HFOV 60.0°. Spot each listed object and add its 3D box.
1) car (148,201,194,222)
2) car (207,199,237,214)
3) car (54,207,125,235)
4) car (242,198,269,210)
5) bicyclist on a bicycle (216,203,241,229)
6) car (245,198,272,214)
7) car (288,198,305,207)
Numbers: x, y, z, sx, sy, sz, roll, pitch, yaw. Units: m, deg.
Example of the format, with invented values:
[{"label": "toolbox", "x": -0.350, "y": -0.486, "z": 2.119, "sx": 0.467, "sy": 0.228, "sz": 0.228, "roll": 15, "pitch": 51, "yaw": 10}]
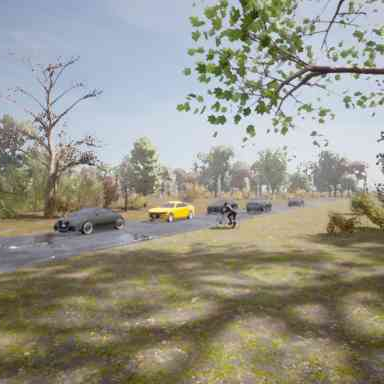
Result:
[{"label": "car", "x": -1.616, "y": 1.524, "z": 26.986, "sx": 1.882, "sy": 1.535, "sz": 5.008, "roll": 0, "pitch": 0, "yaw": 28}, {"label": "car", "x": 3.303, "y": 1.542, "z": 35.990, "sx": 1.882, "sy": 1.535, "sz": 5.008, "roll": 0, "pitch": 0, "yaw": 28}, {"label": "car", "x": -5.819, "y": 1.594, "z": 19.275, "sx": 1.994, "sy": 1.385, "sz": 4.181, "roll": 0, "pitch": 0, "yaw": 28}, {"label": "car", "x": 8.867, "y": 1.573, "z": 46.102, "sx": 2.128, "sy": 1.511, "sz": 4.902, "roll": 0, "pitch": 0, "yaw": 29}, {"label": "bicyclist on a bicycle", "x": 2.258, "y": 1.482, "z": 20.825, "sx": 1.656, "sy": 1.620, "sz": 0.582, "roll": 0, "pitch": 0, "yaw": 29}, {"label": "car", "x": 7.588, "y": 1.554, "z": 37.197, "sx": 2.128, "sy": 1.511, "sz": 4.902, "roll": 0, "pitch": 0, "yaw": 29}, {"label": "car", "x": 17.233, "y": 1.640, "z": 54.905, "sx": 2.033, "sy": 1.411, "sz": 5.357, "roll": 0, "pitch": 0, "yaw": 29}]
